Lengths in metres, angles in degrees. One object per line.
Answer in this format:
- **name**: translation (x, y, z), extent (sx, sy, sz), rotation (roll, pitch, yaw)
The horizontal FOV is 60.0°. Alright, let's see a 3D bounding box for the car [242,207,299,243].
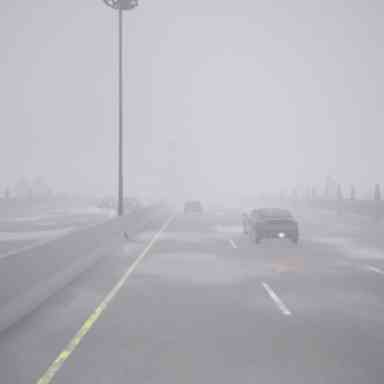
- **car**: translation (3.603, 1.472, 15.807), extent (1.837, 1.490, 4.892), rotation (0, 0, 0)

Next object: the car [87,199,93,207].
- **car**: translation (-14.066, 1.524, 49.429), extent (1.994, 1.385, 4.181), rotation (0, 0, 0)

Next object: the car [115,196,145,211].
- **car**: translation (-7.084, 1.304, 38.556), extent (2.097, 1.767, 4.553), rotation (0, 0, 0)

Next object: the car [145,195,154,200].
- **car**: translation (-10.330, 1.350, 79.222), extent (2.097, 1.767, 4.553), rotation (0, 0, -15)

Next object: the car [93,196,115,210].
- **car**: translation (-10.577, 1.305, 42.452), extent (2.097, 1.767, 4.553), rotation (0, 0, 0)

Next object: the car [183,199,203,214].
- **car**: translation (0.106, 1.445, 34.648), extent (2.128, 1.511, 4.902), rotation (0, 0, 0)
